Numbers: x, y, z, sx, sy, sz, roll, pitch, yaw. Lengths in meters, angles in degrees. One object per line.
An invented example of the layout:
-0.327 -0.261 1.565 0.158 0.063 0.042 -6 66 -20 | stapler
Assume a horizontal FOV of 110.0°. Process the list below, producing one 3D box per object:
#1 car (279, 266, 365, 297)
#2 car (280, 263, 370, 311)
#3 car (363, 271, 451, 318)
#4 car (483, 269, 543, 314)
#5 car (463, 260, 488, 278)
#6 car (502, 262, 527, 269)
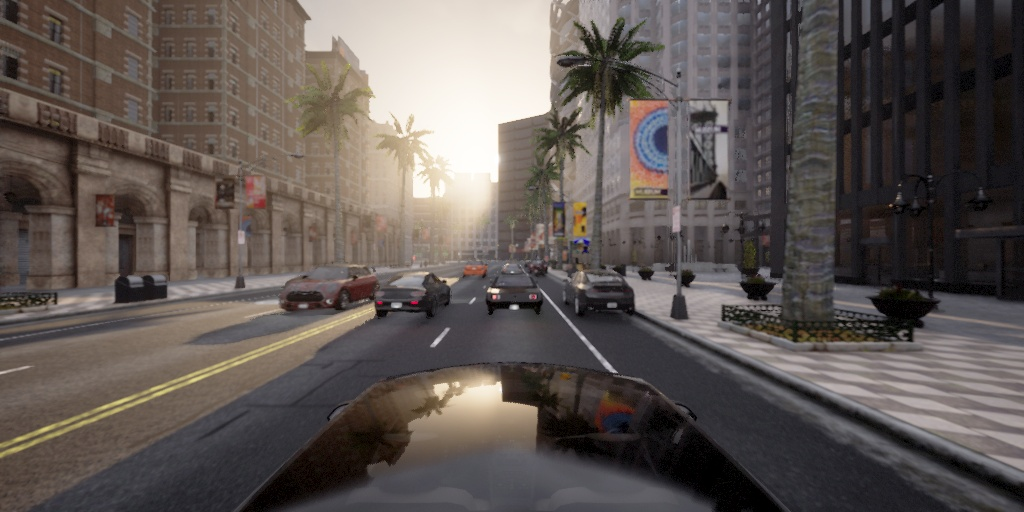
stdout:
-10.582 1.332 20.590 2.033 1.411 5.357 0 0 0 | car
-7.106 1.125 14.462 2.097 1.767 4.553 0 0 0 | car
-3.424 1.295 12.922 1.812 1.442 4.674 0 0 0 | car
0.075 1.371 13.878 1.895 1.301 4.718 0 0 0 | car
-3.473 1.158 34.890 2.097 1.767 4.553 0 0 0 | car
0.033 1.366 32.846 1.994 1.385 4.181 0 0 0 | car
